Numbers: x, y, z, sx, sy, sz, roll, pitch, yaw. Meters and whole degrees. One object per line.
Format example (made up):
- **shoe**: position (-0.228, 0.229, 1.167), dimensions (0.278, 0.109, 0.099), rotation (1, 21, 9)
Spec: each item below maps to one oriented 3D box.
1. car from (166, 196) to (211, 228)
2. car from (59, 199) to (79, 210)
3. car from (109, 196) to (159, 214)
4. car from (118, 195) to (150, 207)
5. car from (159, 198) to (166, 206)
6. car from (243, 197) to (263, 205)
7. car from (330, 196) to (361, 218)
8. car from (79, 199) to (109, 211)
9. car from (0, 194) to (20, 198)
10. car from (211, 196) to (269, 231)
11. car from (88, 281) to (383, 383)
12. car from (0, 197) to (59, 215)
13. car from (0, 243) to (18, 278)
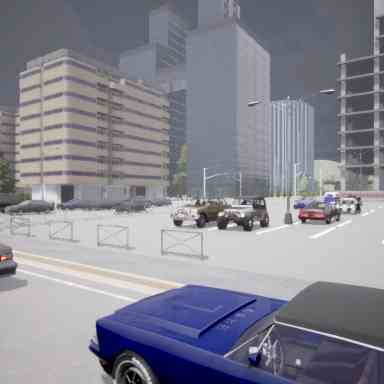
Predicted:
- **car**: position (0.694, 1.153, 20.908), dimensions (1.932, 1.855, 4.605), rotation (0, 0, 34)
- **car**: position (-14.502, 1.547, 42.500), dimensions (2.033, 1.411, 5.357), rotation (0, 0, 34)
- **car**: position (-6.124, 1.505, 35.779), dimensions (1.837, 1.490, 4.892), rotation (0, 0, 34)
- **car**: position (-8.826, 1.352, 50.896), dimensions (2.097, 1.767, 4.553), rotation (0, 0, 35)
- **car**: position (-5.142, 1.547, 50.141), dimensions (2.033, 1.411, 5.357), rotation (0, 0, 34)
- **car**: position (11.402, 1.601, 61.912), dimensions (1.895, 1.301, 4.718), rotation (0, 0, 35)
- **car**: position (15.086, 1.395, 32.197), dimensions (1.970, 1.475, 3.806), rotation (0, 0, 34)
- **car**: position (-10.934, 1.547, 41.525), dimensions (2.033, 1.411, 5.357), rotation (0, 0, 34)
- **car**: position (-20.212, 1.222, 33.991), dimensions (2.150, 2.045, 5.566), rotation (0, 0, 34)
- **car**: position (3.062, 1.156, 19.242), dimensions (1.905, 1.878, 3.866), rotation (0, 0, 34)
- **car**: position (1.172, 1.601, 3.153), dimensions (4.718, 1.301, 1.895), rotation (0, 0, 35)
- **car**: position (-16.264, 1.526, 33.553), dimensions (1.812, 1.442, 4.674), rotation (0, 0, 34)
- **car**: position (-6.673, 1.547, 8.669), dimensions (5.357, 1.411, 2.033), rotation (0, 0, 35)
